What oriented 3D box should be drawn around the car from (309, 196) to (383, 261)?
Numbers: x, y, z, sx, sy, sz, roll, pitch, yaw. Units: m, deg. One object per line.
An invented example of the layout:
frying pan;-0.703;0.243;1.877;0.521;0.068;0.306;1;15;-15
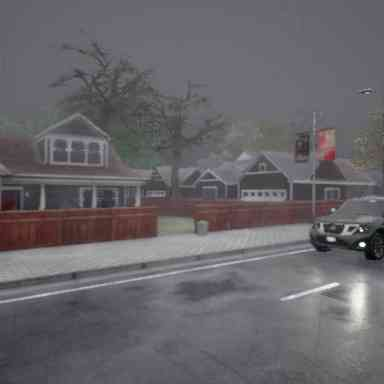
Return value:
car;6.822;1.191;12.550;5.566;2.045;2.150;0;0;-36
